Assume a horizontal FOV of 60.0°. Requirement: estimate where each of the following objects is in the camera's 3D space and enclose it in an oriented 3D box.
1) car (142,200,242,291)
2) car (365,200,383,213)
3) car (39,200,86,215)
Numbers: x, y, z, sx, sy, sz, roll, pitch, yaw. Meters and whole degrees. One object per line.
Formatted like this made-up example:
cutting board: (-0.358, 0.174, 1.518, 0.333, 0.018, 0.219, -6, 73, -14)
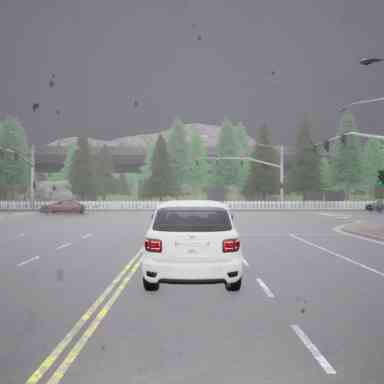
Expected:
car: (0.008, 1.221, 9.127, 2.150, 2.045, 5.566, 0, 0, 0)
car: (21.209, 1.508, 36.156, 4.181, 1.385, 1.994, 0, 0, 0)
car: (-12.583, 1.510, 32.507, 4.181, 1.385, 1.994, 0, 0, 0)
